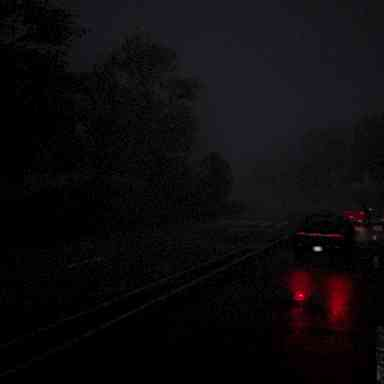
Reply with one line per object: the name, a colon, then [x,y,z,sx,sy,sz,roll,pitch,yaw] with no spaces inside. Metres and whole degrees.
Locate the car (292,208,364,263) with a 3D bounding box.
car: [5.146,1.589,12.612,2.128,1.511,4.902,0,0,29]

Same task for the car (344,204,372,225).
car: [12.997,1.690,26.362,1.882,1.535,5.008,0,0,33]
